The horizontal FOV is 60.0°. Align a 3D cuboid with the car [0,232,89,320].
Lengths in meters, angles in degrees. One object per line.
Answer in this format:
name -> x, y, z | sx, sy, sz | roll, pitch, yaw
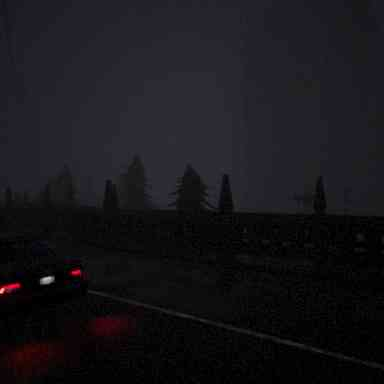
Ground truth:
car -> -4.526, 1.609, 7.306 | 5.357, 1.411, 2.033 | -1, 0, 37
